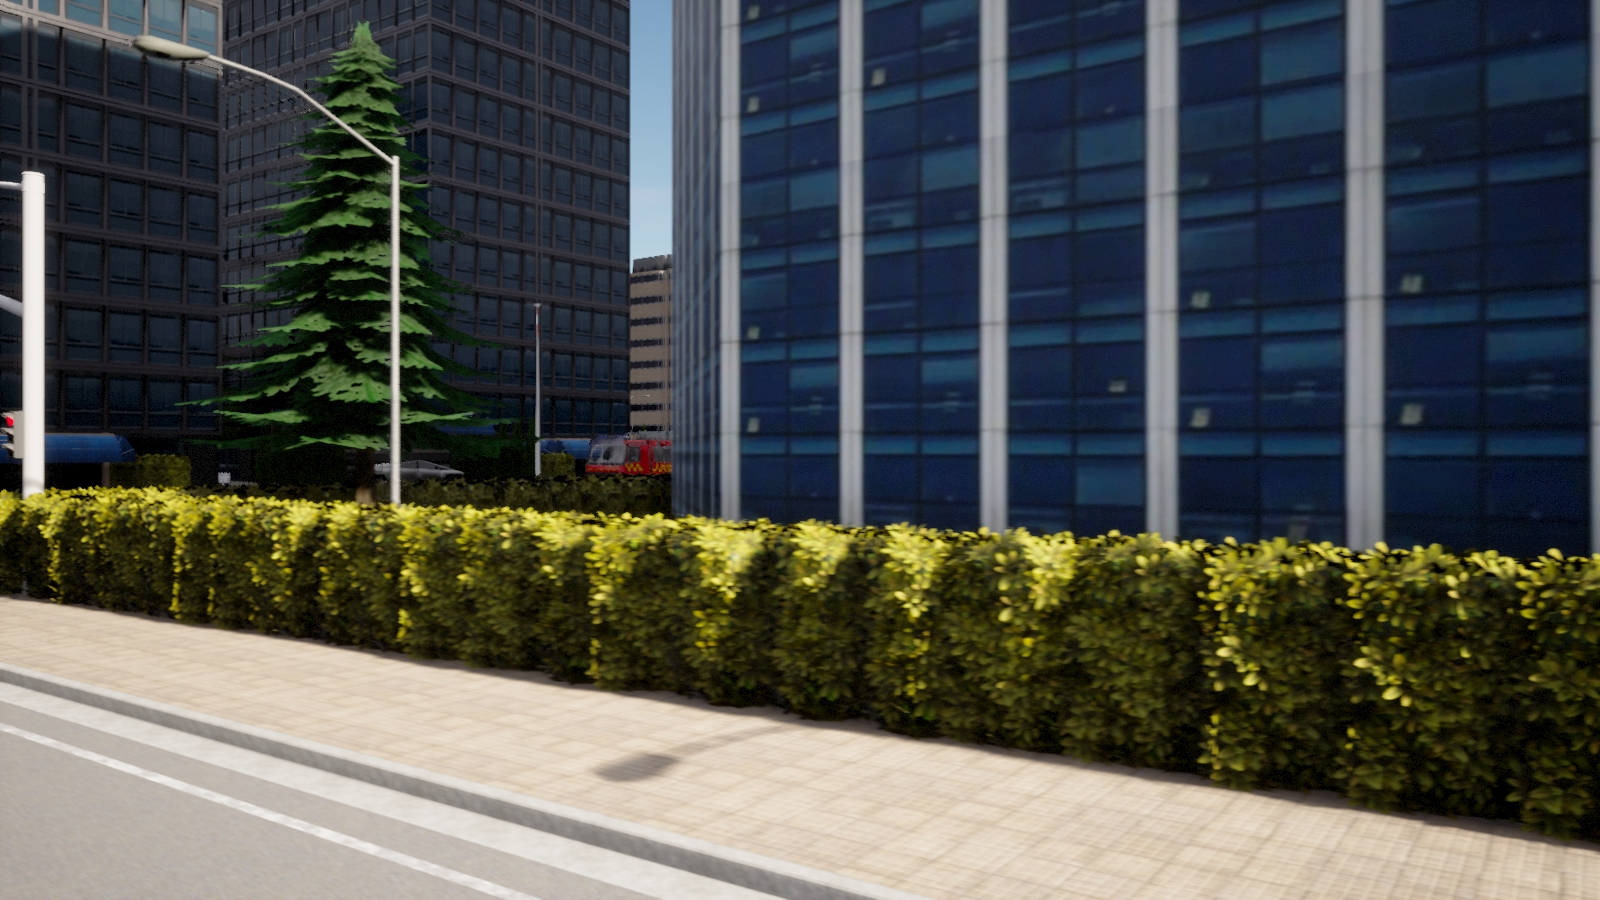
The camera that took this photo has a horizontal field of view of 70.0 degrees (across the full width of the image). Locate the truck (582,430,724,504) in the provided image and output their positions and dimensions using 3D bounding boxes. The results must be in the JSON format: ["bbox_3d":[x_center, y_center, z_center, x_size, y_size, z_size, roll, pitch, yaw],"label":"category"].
[{"bbox_3d":[-8.004,0.894,63.478,2.891,3.827,8.468,0,0,35],"label":"truck"}]
